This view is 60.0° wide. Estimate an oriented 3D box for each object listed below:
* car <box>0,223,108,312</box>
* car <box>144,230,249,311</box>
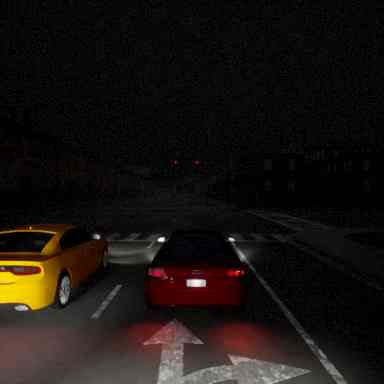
[{"bbox_3d":[-3.385,1.478,7.860,1.882,1.535,5.008,0,0,0],"label":"car"},{"bbox_3d":[0.107,1.564,7.828,1.994,1.385,4.181,0,0,1],"label":"car"}]
